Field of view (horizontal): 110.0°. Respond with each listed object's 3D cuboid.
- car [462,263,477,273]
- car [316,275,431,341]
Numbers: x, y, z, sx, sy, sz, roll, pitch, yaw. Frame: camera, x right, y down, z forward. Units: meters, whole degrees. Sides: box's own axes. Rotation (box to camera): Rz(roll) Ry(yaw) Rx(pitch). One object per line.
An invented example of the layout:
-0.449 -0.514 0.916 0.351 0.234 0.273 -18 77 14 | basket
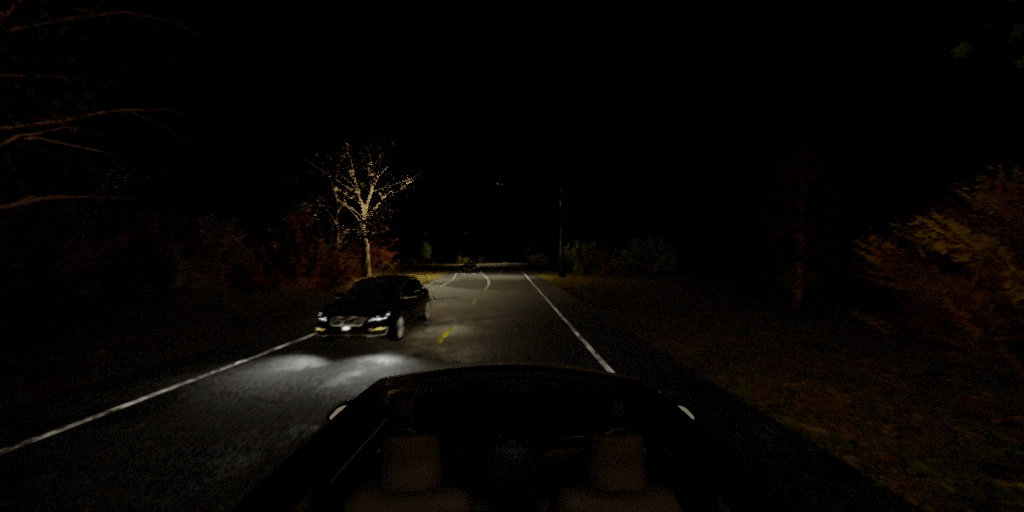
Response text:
-6.263 1.706 52.972 1.882 1.535 5.008 0 0 -6 | car
-3.616 1.342 10.221 1.837 1.490 4.892 0 -1 0 | car
